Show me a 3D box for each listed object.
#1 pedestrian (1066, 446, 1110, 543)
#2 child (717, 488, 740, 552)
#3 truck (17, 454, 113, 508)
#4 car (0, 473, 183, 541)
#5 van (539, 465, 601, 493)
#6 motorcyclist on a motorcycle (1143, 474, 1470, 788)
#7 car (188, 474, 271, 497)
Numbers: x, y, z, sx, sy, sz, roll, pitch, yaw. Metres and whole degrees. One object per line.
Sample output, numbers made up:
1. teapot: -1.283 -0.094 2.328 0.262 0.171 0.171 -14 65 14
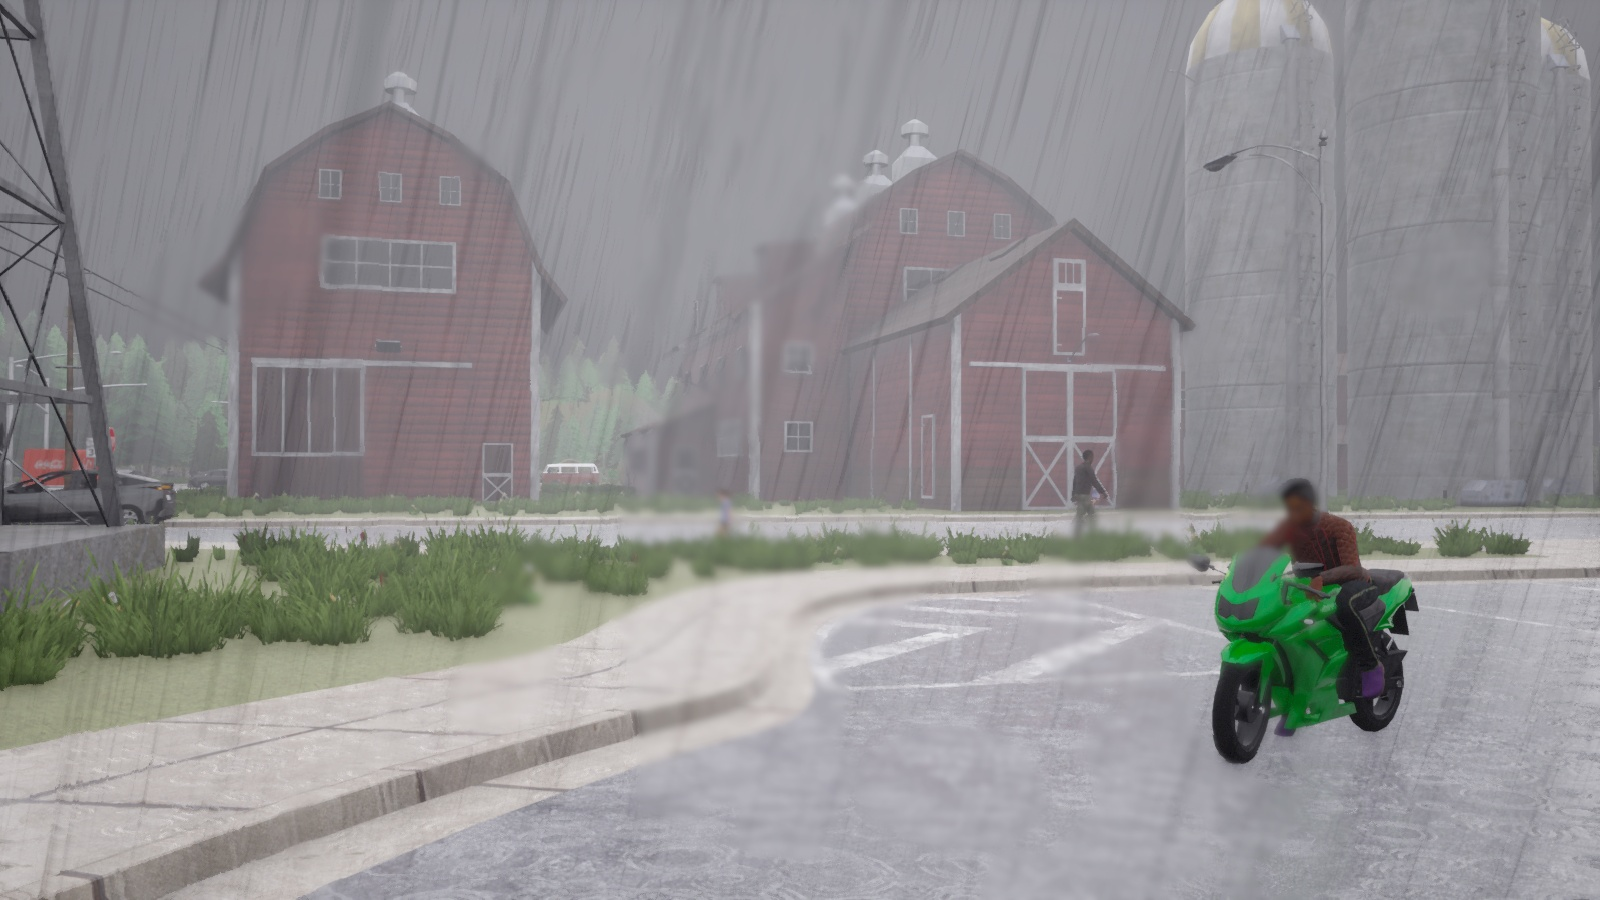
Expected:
1. pedestrian: 5.523 0.851 24.094 0.703 1.840 0.431 0 -1 -15
2. child: -1.244 1.222 21.906 0.394 1.110 0.255 0 -1 -4
3. truck: -35.317 1.483 60.529 2.627 2.467 5.204 0 -1 -14
4. car: -17.434 1.333 29.995 4.514 1.525 2.007 0 -1 -15
5. van: -17.421 2.174 95.091 4.480 2.038 2.069 0 -1 -15
6. motorcyclist on a motorcycle: 2.901 0.904 7.094 2.044 1.523 0.797 1 -1 -39
7. car: -38.900 2.389 85.722 4.892 1.490 1.837 0 -1 -15
